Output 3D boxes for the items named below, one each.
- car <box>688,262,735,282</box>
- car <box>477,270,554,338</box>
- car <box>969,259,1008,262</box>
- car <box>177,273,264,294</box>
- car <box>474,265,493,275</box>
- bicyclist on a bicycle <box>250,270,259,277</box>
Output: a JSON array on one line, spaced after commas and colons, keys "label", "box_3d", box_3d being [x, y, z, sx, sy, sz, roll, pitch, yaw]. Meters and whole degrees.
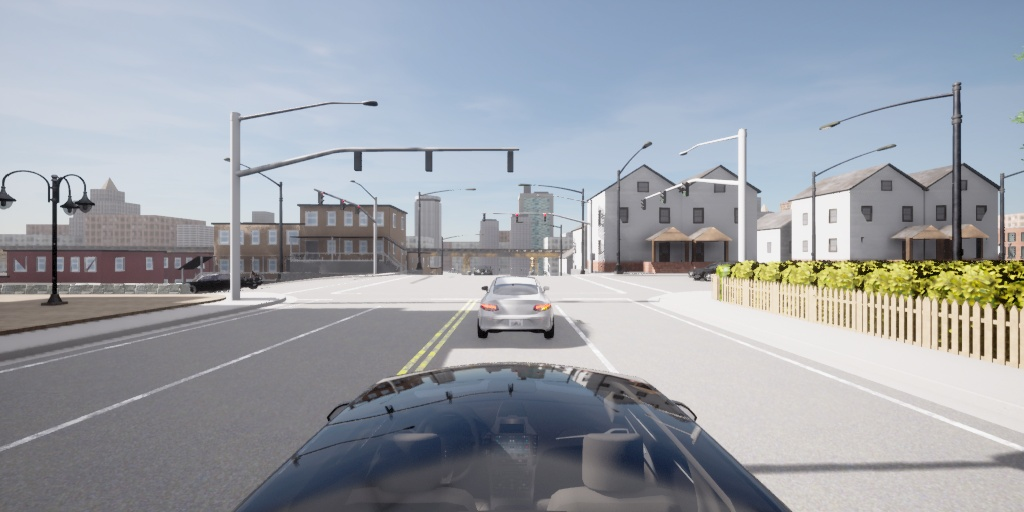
[{"label": "car", "box_3d": [16.797, 1.255, 28.820, 4.892, 1.490, 1.837, 0, 0, -1]}, {"label": "car", "box_3d": [0.102, 1.276, 10.011, 1.812, 1.442, 4.674, 0, 0, 0]}, {"label": "car", "box_3d": [37.764, 1.102, 29.042, 4.553, 1.767, 2.097, 0, 0, 0]}, {"label": "car", "box_3d": [-19.974, 1.845, 24.705, 4.718, 1.301, 1.895, -4, 0, -1]}, {"label": "car", "box_3d": [-3.516, 2.162, 45.252, 2.150, 2.045, 5.566, 0, -9, 0]}, {"label": "bicyclist on a bicycle", "box_3d": [-25.565, 2.214, 35.591, 0.582, 1.620, 1.656, -8, 0, 0]}]
